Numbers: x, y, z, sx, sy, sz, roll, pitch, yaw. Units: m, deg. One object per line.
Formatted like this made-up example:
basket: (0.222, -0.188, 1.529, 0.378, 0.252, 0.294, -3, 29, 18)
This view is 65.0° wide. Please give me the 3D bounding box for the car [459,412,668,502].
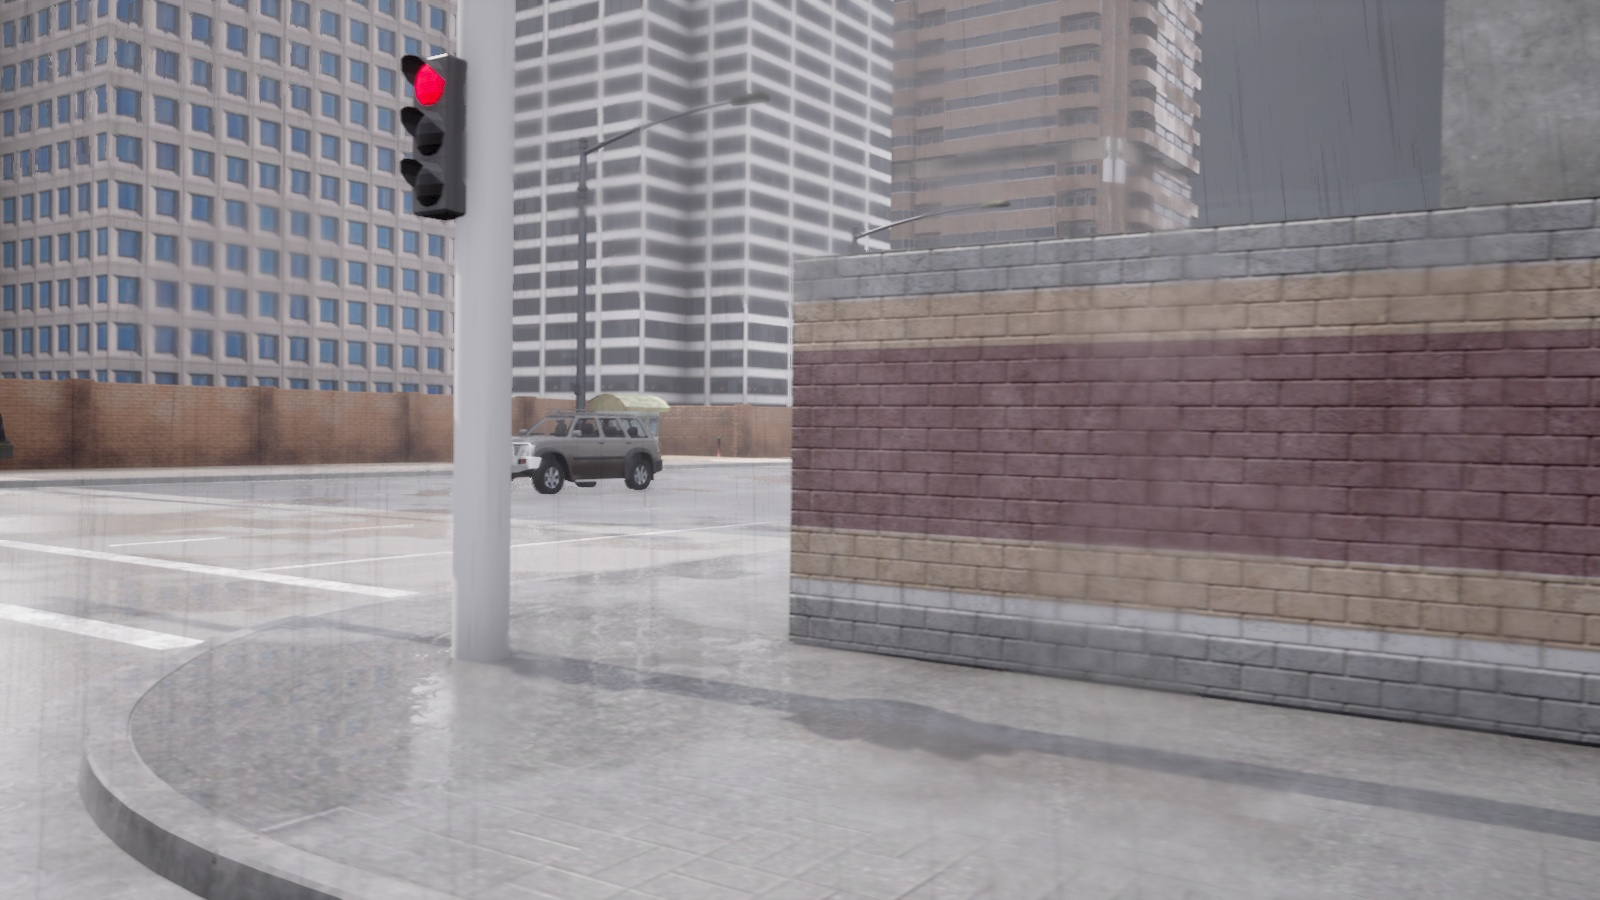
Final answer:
car: (-5.231, 0.105, 28.345, 1.932, 1.855, 4.605, 0, 1, 34)
